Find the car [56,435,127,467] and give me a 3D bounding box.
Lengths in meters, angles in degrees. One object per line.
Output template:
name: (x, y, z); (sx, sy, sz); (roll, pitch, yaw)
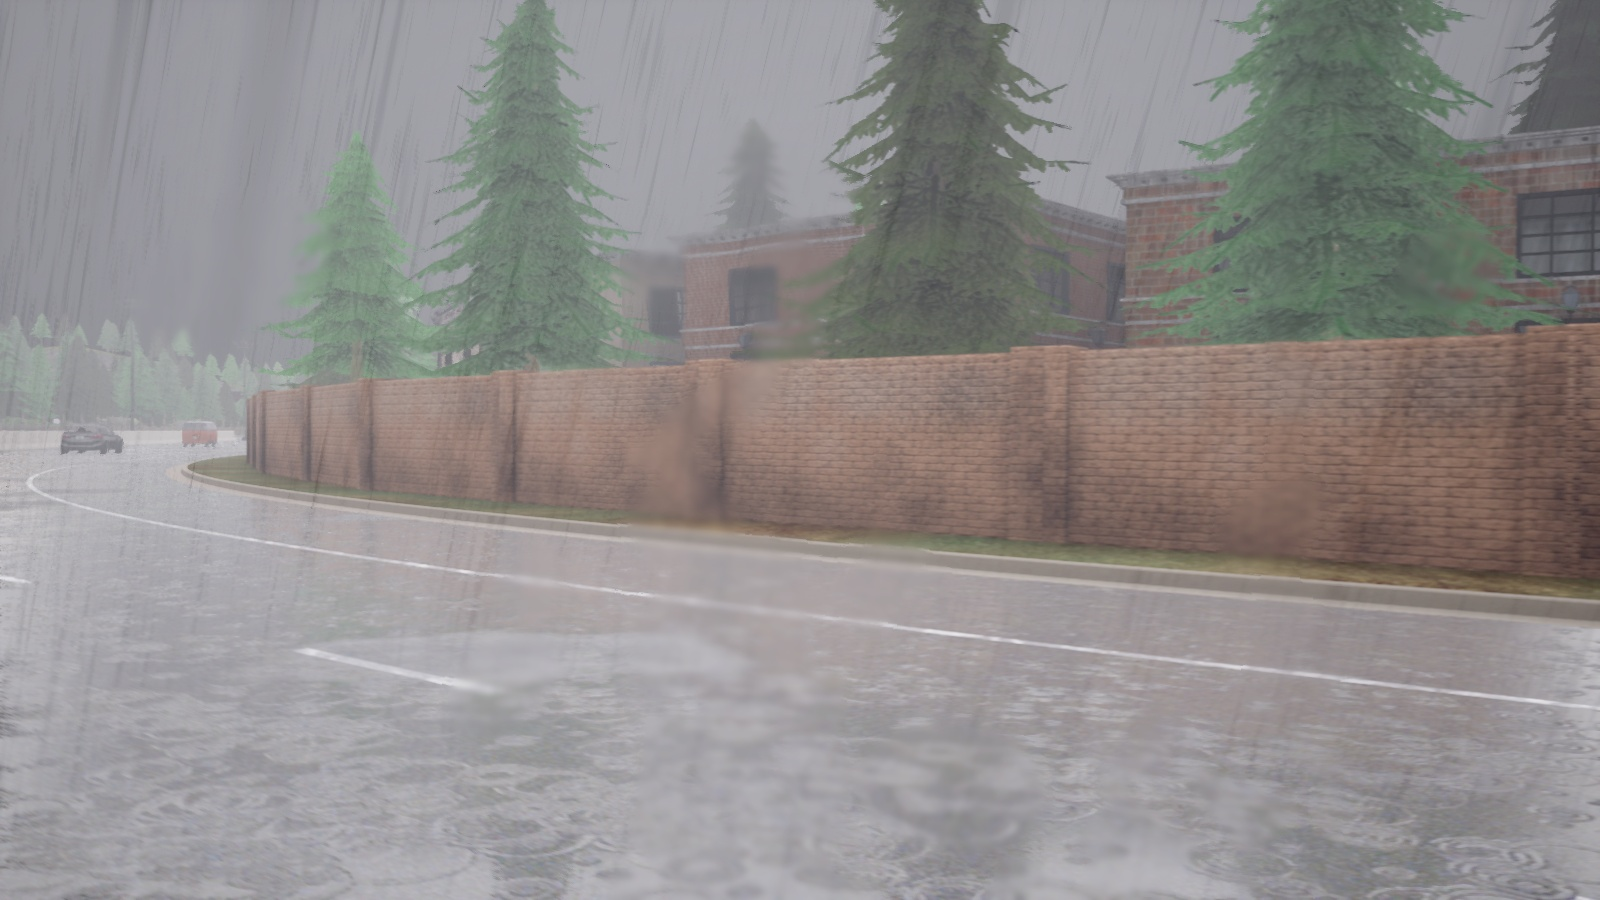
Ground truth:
car: (-38.858, 0.008, 69.010); (2.242, 1.667, 4.611); (-1, 1, -14)
